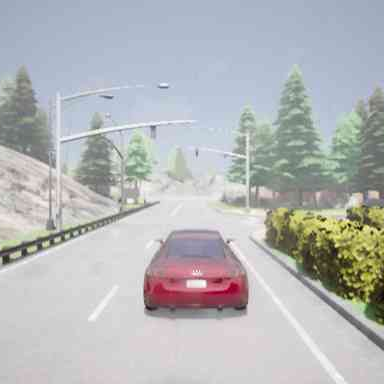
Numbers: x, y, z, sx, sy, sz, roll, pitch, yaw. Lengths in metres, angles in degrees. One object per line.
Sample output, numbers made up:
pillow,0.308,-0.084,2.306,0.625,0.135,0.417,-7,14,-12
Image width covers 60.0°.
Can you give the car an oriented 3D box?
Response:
car,0.070,1.539,7.730,1.994,1.385,4.181,0,0,0
